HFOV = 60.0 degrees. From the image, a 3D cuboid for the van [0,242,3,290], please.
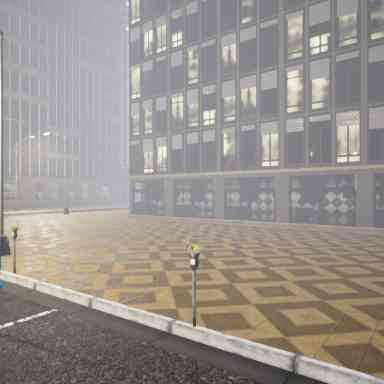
[{"bbox_3d":[-5.649,1.337,7.020,3.998,1.788,1.690,0,0,36],"label":"van"}]
